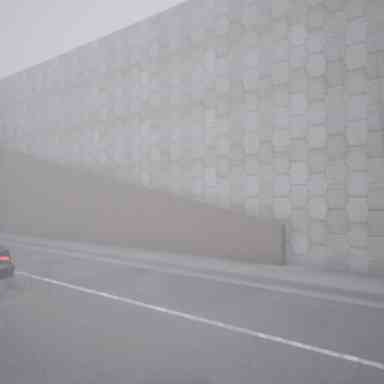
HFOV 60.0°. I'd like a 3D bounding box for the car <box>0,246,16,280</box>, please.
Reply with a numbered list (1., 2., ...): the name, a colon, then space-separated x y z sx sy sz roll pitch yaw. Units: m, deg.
1. car: -6.759 1.642 8.774 5.357 1.411 2.033 -1 0 36
